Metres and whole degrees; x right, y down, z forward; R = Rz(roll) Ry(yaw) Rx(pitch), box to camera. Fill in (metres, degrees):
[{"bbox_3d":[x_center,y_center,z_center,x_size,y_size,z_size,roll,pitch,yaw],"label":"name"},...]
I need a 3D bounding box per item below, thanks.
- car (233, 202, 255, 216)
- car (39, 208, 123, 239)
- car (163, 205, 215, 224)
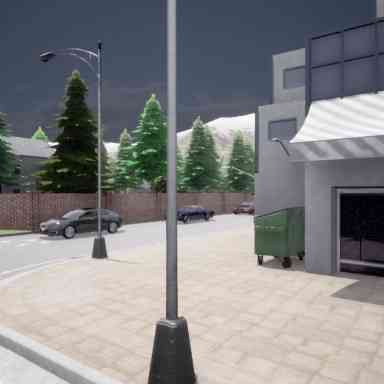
[{"bbox_3d":[6.046,1.740,35.374,1.994,1.385,4.181,0,0,37],"label":"car"},{"bbox_3d":[-6.158,1.681,18.908,1.837,1.490,4.892,0,0,36],"label":"car"},{"bbox_3d":[-0.175,1.777,26.987,1.895,1.301,4.718,0,0,37],"label":"car"}]
